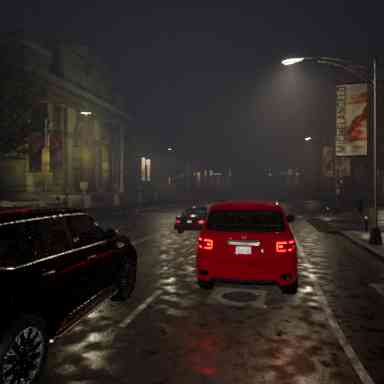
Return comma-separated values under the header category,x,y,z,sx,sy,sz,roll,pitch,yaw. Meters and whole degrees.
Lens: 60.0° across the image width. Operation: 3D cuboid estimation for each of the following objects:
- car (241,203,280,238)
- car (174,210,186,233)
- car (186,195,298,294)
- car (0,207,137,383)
category,x,y,z,sx,sy,sz,roll,pitch,yaw
car,3.942,1.478,18.727,1.882,1.535,5.008,0,0,14
car,0.461,1.547,19.221,2.033,1.411,5.357,0,0,14
car,1.591,1.221,9.061,2.150,2.045,5.566,0,0,13
car,-2.618,1.224,5.241,2.150,2.045,5.566,0,0,8
